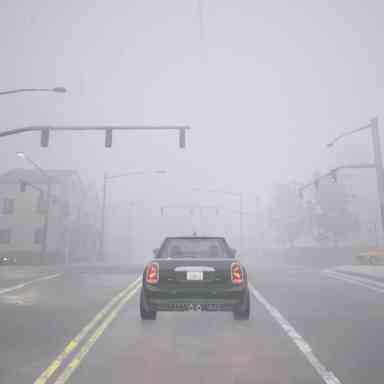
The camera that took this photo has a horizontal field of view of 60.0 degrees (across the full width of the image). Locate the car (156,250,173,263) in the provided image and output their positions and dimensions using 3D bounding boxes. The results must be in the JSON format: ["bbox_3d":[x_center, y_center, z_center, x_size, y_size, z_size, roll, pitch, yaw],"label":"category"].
[{"bbox_3d":[-3.631,8.625,44.401,1.882,1.535,5.008,0,-11,0],"label":"car"}]

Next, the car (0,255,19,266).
[{"bbox_3d":[-15.559,5.239,24.734,4.892,1.490,1.837,-8,-11,-1],"label":"car"}]

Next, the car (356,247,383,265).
[{"bbox_3d":[16.471,5.360,28.063,5.008,1.535,1.882,0,-11,1],"label":"car"}]

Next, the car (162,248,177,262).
[{"bbox_3d":[-3.642,10.337,54.282,2.150,2.045,5.566,0,-11,0],"label":"car"}]

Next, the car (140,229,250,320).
[{"bbox_3d":[0.063,1.806,8.232,2.097,1.767,4.553,0,-7,0],"label":"car"}]
